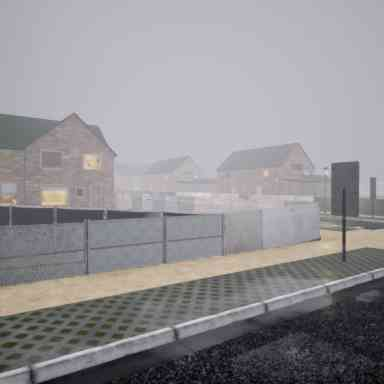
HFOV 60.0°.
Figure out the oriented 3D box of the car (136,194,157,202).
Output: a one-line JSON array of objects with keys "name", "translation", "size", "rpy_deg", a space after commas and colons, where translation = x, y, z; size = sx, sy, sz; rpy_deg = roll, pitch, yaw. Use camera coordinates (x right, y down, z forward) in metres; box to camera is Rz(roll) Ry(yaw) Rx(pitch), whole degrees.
[{"name": "car", "translation": [-6.715, 0.893, 46.825], "size": [1.895, 1.301, 4.718], "rpy_deg": [1, 1, -36]}]
